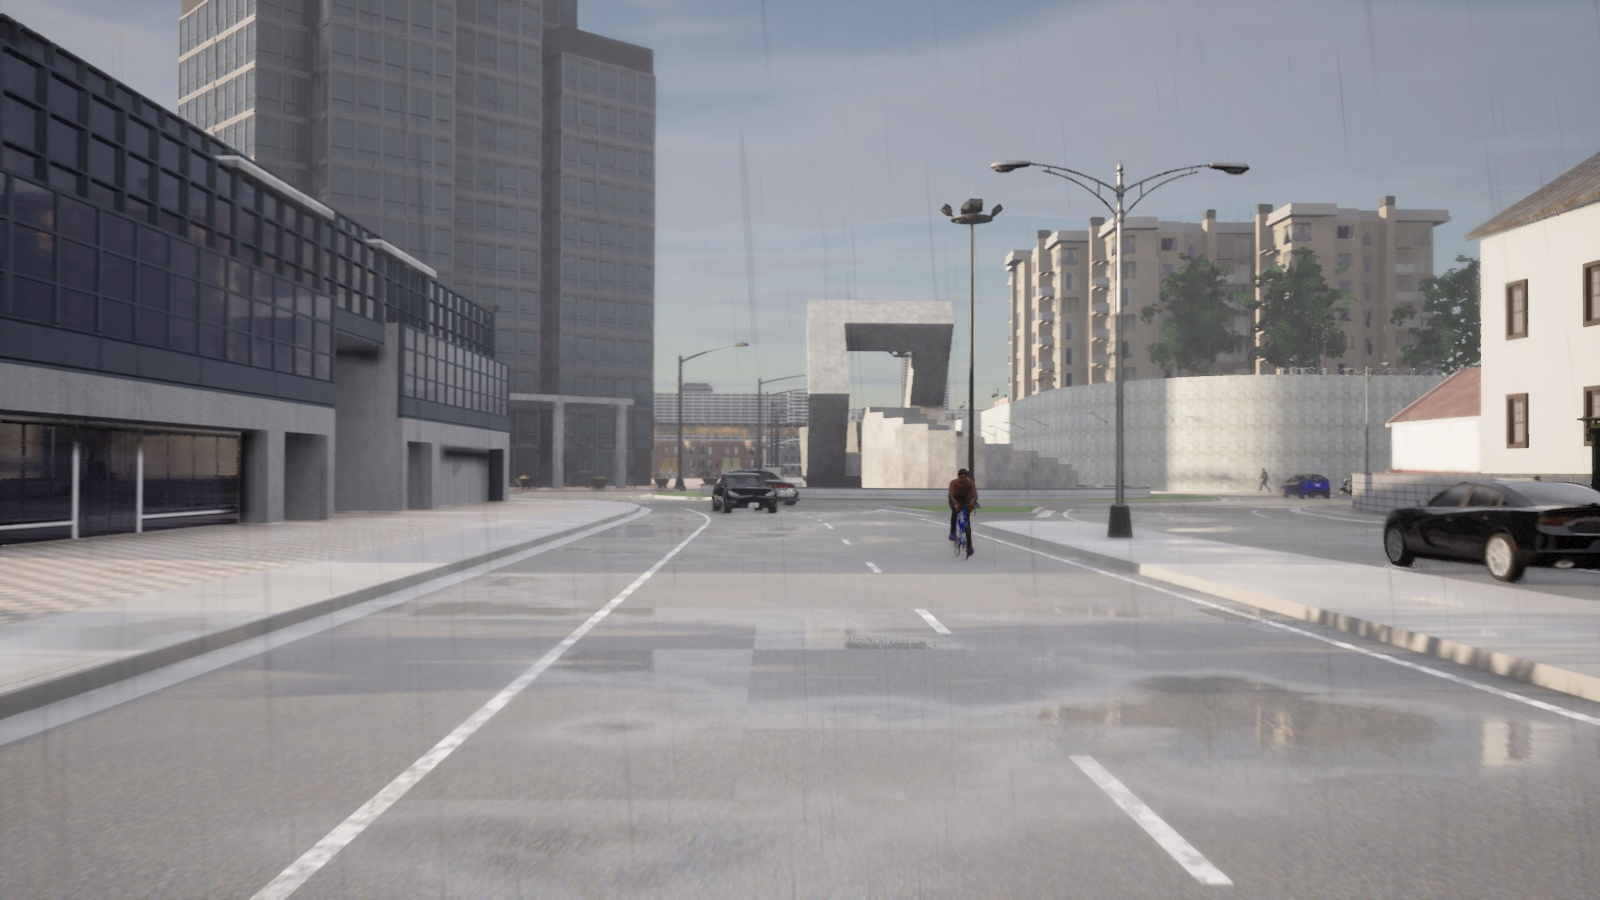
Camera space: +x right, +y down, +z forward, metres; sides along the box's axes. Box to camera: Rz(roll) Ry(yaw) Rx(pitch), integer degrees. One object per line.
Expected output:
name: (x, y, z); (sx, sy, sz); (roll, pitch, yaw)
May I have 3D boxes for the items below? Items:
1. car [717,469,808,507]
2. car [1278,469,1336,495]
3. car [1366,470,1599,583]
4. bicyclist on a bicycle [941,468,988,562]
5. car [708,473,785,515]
car: (-1.785, 1.720, 57.850); (2.033, 1.649, 4.856); (1, -1, -32)
car: (31.283, 1.947, 77.611); (2.007, 1.525, 4.514); (0, -1, 3)
car: (10.992, 1.082, 19.688); (1.882, 1.535, 5.008); (0, -1, -1)
bicyclist on a bicycle: (2.924, 1.133, 22.469); (0.582, 1.620, 1.656); (0, -1, -1)
car: (-2.067, 1.612, 47.146); (2.163, 1.488, 4.792); (0, -1, -11)
